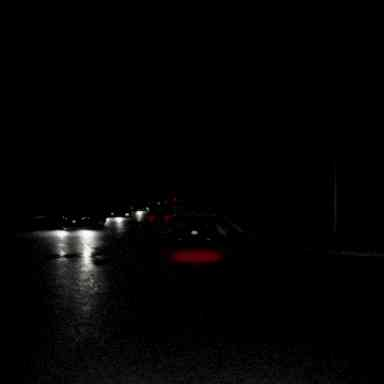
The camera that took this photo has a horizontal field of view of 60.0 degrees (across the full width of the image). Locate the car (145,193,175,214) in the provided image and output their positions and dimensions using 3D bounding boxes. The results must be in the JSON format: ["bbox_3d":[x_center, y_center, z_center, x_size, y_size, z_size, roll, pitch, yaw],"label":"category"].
[{"bbox_3d":[-3.406,1.249,36.622,2.150,2.045,5.566,0,0,0],"label":"car"}]

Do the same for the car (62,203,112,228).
[{"bbox_3d":[-7.089,1.521,22.432,1.837,1.490,4.892,0,0,0],"label":"car"}]

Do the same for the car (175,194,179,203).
[{"bbox_3d":[-3.452,1.267,58.327,2.150,2.045,5.566,0,0,0],"label":"car"}]

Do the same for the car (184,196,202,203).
[{"bbox_3d":[0.093,1.520,38.342,2.128,1.511,4.902,0,0,0],"label":"car"}]

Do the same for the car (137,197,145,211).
[{"bbox_3d":[-7.007,1.509,42.021,1.882,1.535,5.008,0,0,0],"label":"car"}]

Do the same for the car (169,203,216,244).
[{"bbox_3d":[0.098,1.490,15.925,1.882,1.535,5.008,0,0,0],"label":"car"}]

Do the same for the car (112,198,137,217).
[{"bbox_3d":[-7.036,1.571,32.213,2.033,1.411,5.357,0,0,0],"label":"car"}]

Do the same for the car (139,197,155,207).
[{"bbox_3d":[-7.008,1.516,52.047,1.882,1.535,5.008,0,0,0],"label":"car"}]
